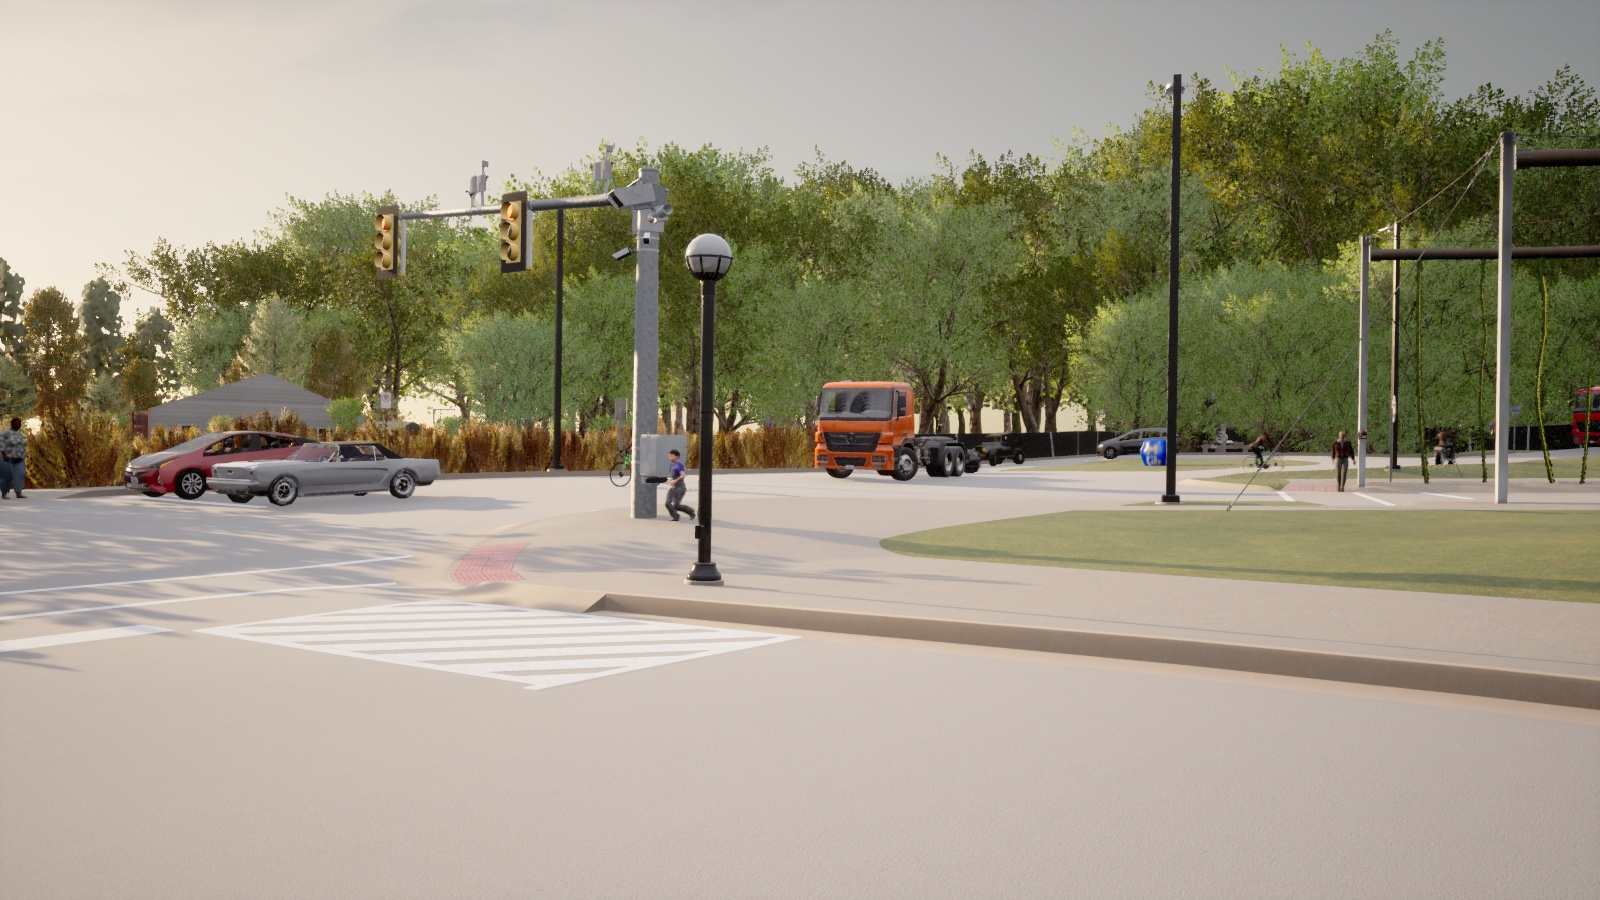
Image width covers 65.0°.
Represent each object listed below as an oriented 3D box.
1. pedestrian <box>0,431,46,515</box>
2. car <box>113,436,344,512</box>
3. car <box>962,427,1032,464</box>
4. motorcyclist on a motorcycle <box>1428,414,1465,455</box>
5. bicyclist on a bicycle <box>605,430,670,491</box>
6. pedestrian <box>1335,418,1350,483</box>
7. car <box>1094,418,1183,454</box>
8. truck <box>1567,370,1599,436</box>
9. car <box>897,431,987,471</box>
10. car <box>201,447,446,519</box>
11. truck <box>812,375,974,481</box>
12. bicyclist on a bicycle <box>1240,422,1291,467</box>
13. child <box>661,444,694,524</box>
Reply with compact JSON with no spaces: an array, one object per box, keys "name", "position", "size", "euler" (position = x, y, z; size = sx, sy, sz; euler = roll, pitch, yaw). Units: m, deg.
[{"name":"pedestrian","position":[-17.731,0.498,28.306],"size":[0.900,1.855,0.874],"euler":[0,0,20]},{"name":"car","position":[-13.417,0.513,29.721],"size":[2.007,1.525,4.514],"euler":[0,2,37]},{"name":"car","position":[11.367,-0.264,72.385],"size":[3.866,1.878,1.905],"euler":[-4,1,-42]},{"name":"motorcyclist on a motorcycle","position":[27.022,-0.654,52.467],"size":[0.766,1.649,2.350],"euler":[-1,0,43]},{"name":"bicyclist on a bicycle","position":[-4.404,0.283,34.001],"size":[1.656,1.620,0.582],"euler":[0,1,-33]},{"name":"pedestrian","position":[15.657,0.007,36.251],"size":[0.376,1.854,0.720],"euler":[0,0,24]},{"name":"car","position":[19.072,-0.794,70.794],"size":[4.611,1.667,2.242],"euler":[-3,2,19]},{"name":"truck","position":[46.305,-2.831,68.024],"size":[7.936,3.462,2.891],"euler":[-5,1,-10]},{"name":"car","position":[6.044,0.052,53.892],"size":[1.851,1.617,3.988],"euler":[-2,0,-29]},{"name":"car","position":[-10.370,0.656,27.668],"size":[1.895,1.301,4.718],"euler":[0,2,37]},{"name":"truck","position":[3.541,-0.790,45.304],"size":[2.891,3.462,7.936],"euler":[0,1,28]},{"name":"bicyclist on a bicycle","position":[17.823,-0.215,48.114],"size":[1.656,1.620,0.582],"euler":[-3,-1,-1]},{"name":"child","position":[-1.955,0.533,20.036],"size":[0.437,1.263,0.270],"euler":[0,0,-41]}]
